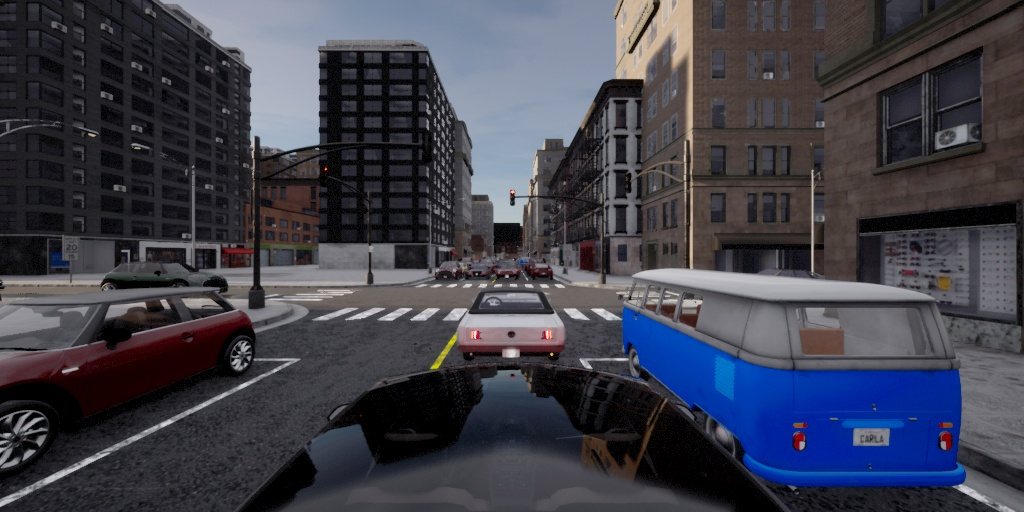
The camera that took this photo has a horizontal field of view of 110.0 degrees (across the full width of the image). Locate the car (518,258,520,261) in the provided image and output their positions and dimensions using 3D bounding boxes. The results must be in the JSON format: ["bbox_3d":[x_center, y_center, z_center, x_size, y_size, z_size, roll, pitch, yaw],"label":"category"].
[{"bbox_3d":[2.481,1.309,58.407,1.948,1.339,4.313,0,0,0],"label":"car"}]

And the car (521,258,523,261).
[{"bbox_3d":[2.512,1.292,47.588,1.888,1.381,4.507,0,0,0],"label":"car"}]

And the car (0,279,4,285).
[{"bbox_3d":[-27.205,1.153,16.626,5.357,1.411,2.033,0,0,0],"label":"car"}]

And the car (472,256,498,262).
[{"bbox_3d":[-2.938,1.100,40.136,2.097,1.767,4.553,0,0,0],"label":"car"}]

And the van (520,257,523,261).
[{"bbox_3d":[2.496,1.086,52.998,1.690,1.789,3.998,0,0,0],"label":"van"}]

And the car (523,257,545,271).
[{"bbox_3d":[2.542,1.063,36.768,2.192,1.841,5.009,0,0,0],"label":"car"}]

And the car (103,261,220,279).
[{"bbox_3d":[-15.961,1.023,16.664,4.553,1.767,2.097,0,0,0],"label":"car"}]

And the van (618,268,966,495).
[{"bbox_3d":[2.632,1.091,4.479,1.690,1.789,3.998,0,0,0],"label":"van"}]

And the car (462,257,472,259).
[{"bbox_3d":[-5.498,1.062,42.155,2.192,1.841,5.009,0,0,0],"label":"car"}]

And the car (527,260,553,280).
[{"bbox_3d":[2.557,1.294,31.359,1.888,1.381,4.507,0,0,0],"label":"car"}]

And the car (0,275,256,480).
[{"bbox_3d":[-5.393,1.190,4.457,1.967,1.591,4.097,0,0,0],"label":"car"}]

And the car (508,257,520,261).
[{"bbox_3d":[-0.076,1.306,62.652,1.994,1.385,4.181,0,0,0],"label":"car"}]

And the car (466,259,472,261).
[{"bbox_3d":[-5.483,1.274,36.576,1.751,1.417,4.829,0,0,0],"label":"car"}]

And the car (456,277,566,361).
[{"bbox_3d":[-0.016,1.351,8.260,1.895,1.301,4.718,0,0,0],"label":"car"}]

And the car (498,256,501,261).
[{"bbox_3d":[-2.967,1.099,49.011,2.097,1.767,4.553,0,0,0],"label":"car"}]

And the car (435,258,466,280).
[{"bbox_3d":[-5.468,1.188,31.337,1.967,1.591,4.097,0,0,0],"label":"car"}]

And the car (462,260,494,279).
[{"bbox_3d":[-2.932,1.313,31.516,1.994,1.385,4.181,0,0,-1],"label":"car"}]

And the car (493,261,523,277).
[{"bbox_3d":[-0.254,1.349,31.432,1.895,1.301,4.718,0,0,4],"label":"car"}]
